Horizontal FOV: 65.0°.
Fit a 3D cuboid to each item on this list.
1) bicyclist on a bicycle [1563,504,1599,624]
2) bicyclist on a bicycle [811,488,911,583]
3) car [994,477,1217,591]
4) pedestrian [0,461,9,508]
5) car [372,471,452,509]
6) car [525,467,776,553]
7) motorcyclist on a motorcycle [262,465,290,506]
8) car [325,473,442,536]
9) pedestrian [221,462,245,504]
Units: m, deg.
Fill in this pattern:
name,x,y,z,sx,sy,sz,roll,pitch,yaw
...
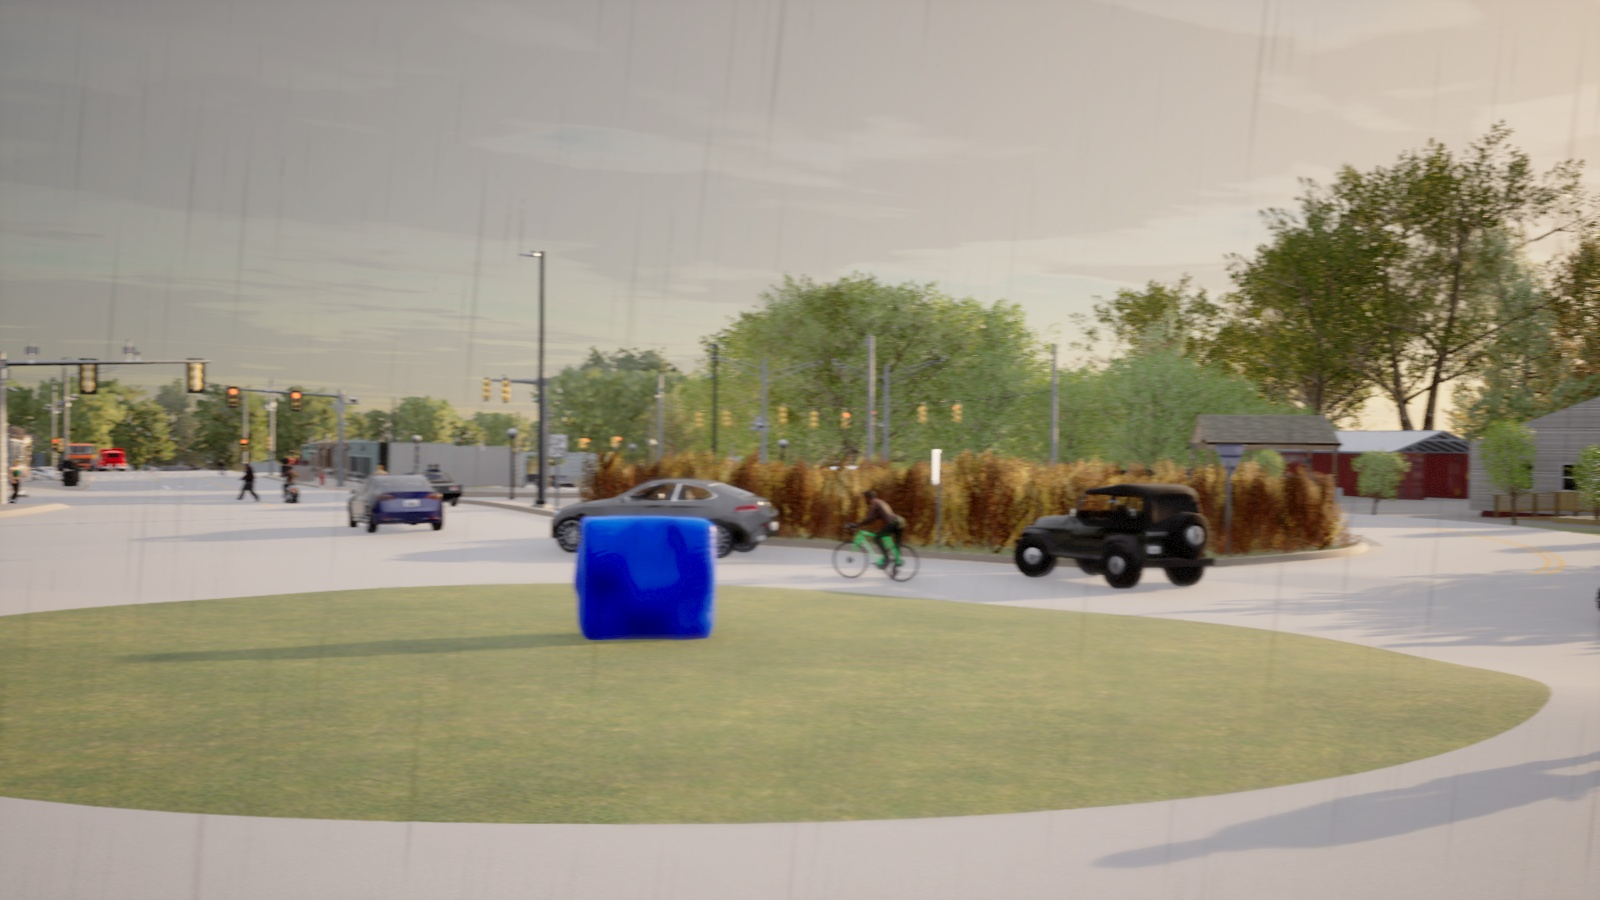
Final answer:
name,x,y,z,sx,sy,sz,roll,pitch,yaw
bicyclist on a bicycle,11.183,1.542,16.857,0.582,1.620,1.656,1,-2,-14
bicyclist on a bicycle,1.105,1.519,22.653,1.656,1.620,0.582,1,-1,23
car,5.659,1.497,23.722,1.905,1.878,3.866,1,-1,-31
pedestrian,-31.586,1.360,49.540,0.594,1.836,0.345,0,0,15
car,-14.602,1.478,47.066,1.895,1.301,4.718,0,0,-30
car,-3.260,1.272,27.686,5.027,1.651,2.152,1,1,15
motorcyclist on a motorcycle,-21.923,1.491,52.548,0.766,1.649,2.350,0,-2,-30
car,-11.407,1.427,34.178,2.163,1.488,4.792,-1,0,-29
pedestrian,-25.195,1.443,55.797,0.899,1.844,0.634,0,1,-32
